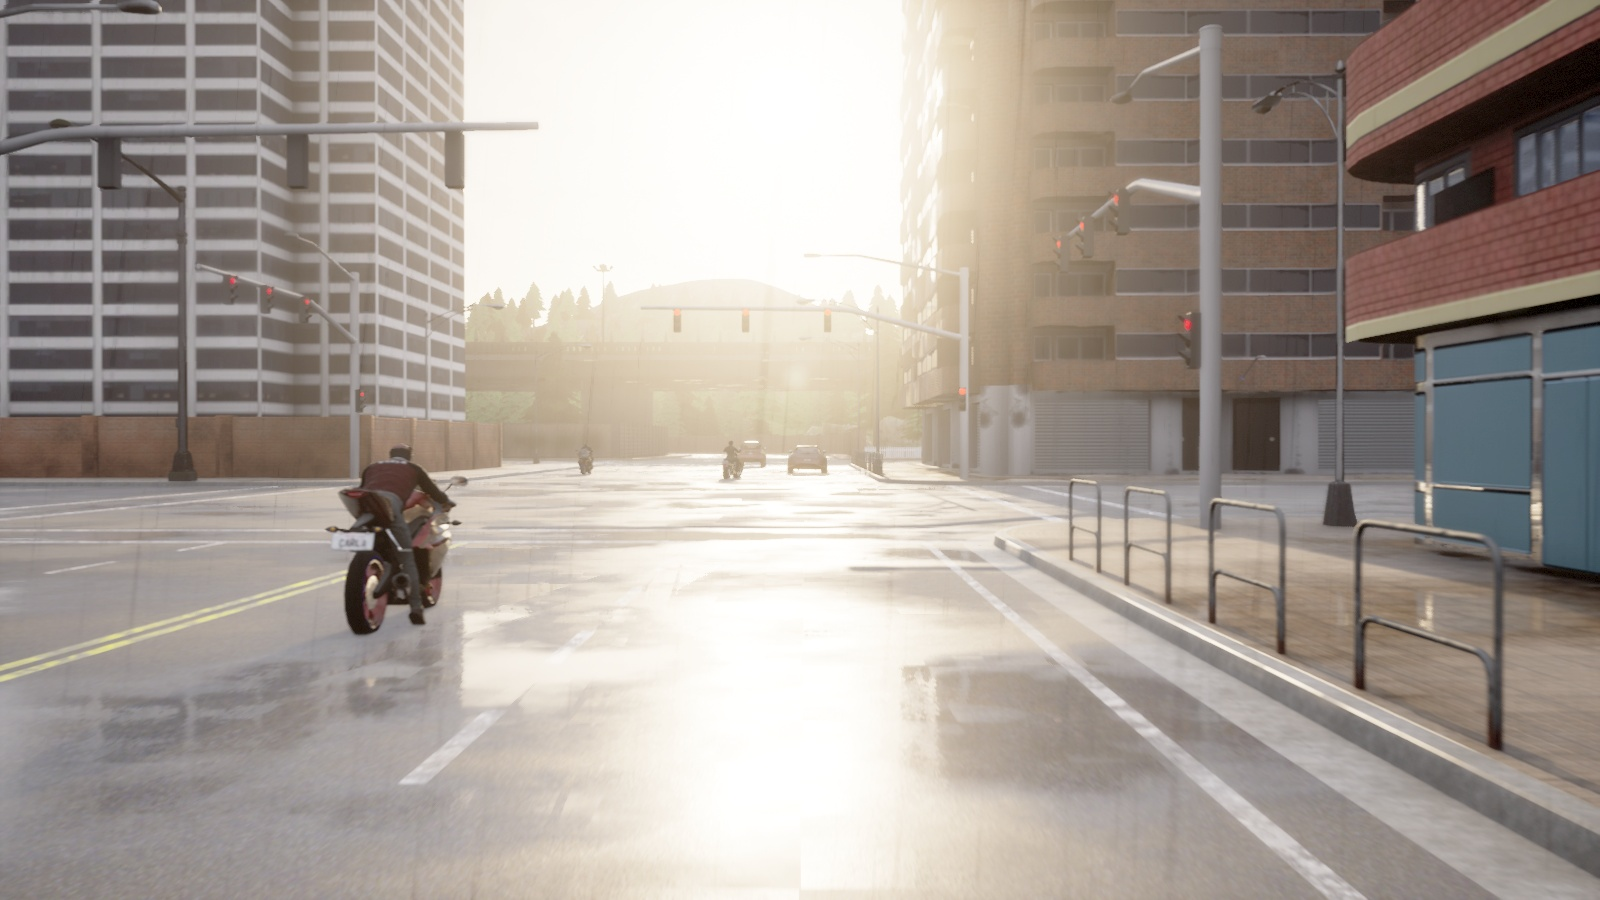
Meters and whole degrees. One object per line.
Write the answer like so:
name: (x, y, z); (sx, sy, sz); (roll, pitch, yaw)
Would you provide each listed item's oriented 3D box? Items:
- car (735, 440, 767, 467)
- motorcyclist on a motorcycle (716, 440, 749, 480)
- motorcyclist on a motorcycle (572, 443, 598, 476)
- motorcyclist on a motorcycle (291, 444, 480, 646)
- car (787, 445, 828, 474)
car: (-3.043, 0.196, 79.154); (1.851, 1.617, 3.988); (0, 0, 0)
motorcyclist on a motorcycle: (-2.804, 0.401, 52.190); (0.766, 1.649, 2.350); (0, 0, 12)
motorcyclist on a motorcycle: (-10.150, 0.438, 59.421); (0.866, 1.530, 2.191); (0, 0, 0)
motorcyclist on a motorcycle: (-3.425, 0.719, 10.630); (0.866, 1.530, 2.191); (0, 0, 0)
car: (0.370, 0.455, 63.075); (1.994, 1.385, 4.181); (0, 0, 0)
